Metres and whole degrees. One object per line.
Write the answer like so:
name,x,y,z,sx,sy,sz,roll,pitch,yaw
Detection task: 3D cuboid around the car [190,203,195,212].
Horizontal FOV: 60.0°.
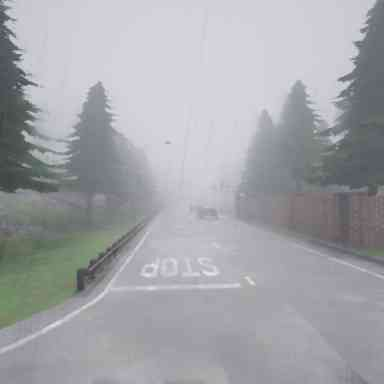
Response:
car,0.617,2.515,55.552,1.812,1.442,4.674,-1,-1,-3

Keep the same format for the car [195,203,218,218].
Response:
car,1.683,2.121,36.942,1.812,1.442,4.674,-1,-1,-3
